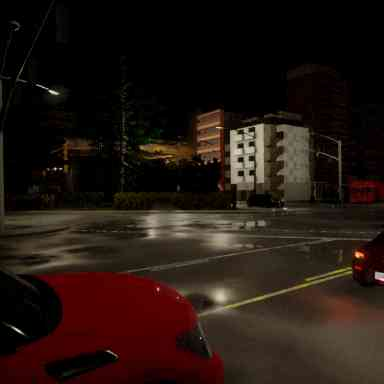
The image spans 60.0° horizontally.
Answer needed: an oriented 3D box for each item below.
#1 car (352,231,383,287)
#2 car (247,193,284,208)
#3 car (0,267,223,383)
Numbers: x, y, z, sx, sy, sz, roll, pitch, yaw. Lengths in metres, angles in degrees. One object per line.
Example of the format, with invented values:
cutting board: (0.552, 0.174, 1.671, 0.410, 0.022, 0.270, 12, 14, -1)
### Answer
car: (5.544, 1.433, 7.715, 4.674, 1.442, 1.812, -1, 1, -35)
car: (8.616, 0.943, 39.342, 2.097, 1.767, 4.553, -1, 1, -35)
car: (-2.385, 1.220, 2.038, 5.566, 2.045, 2.150, 0, 0, -35)
